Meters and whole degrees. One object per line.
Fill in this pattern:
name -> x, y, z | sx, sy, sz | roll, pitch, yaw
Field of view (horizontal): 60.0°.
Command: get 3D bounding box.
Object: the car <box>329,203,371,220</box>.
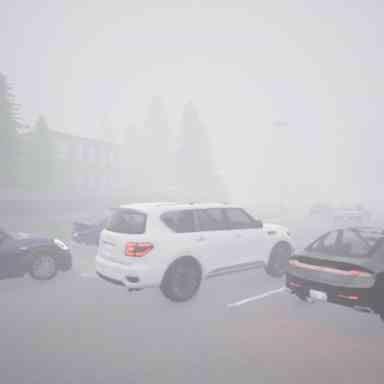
car -> 12.411, 1.623, 25.683 | 1.895, 1.301, 4.718 | -1, 0, 38

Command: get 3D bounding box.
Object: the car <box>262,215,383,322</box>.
car -> 3.957, 1.497, 7.123 | 4.902, 1.511, 2.128 | 0, 0, -40

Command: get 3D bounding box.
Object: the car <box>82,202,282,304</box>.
car -> 0.358, 1.261, 8.575 | 5.566, 2.045, 2.150 | 0, 0, -39

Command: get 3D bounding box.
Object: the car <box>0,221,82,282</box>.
car -> -5.533, 1.439, 8.554 | 4.553, 1.767, 2.097 | 0, 0, -36

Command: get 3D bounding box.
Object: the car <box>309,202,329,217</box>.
car -> 12.777, 1.614, 32.535 | 1.994, 1.385, 4.181 | 0, 0, 31

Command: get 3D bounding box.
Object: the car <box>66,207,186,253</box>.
car -> -2.837, 1.573, 15.090 | 5.008, 1.535, 1.882 | 0, 0, -40
